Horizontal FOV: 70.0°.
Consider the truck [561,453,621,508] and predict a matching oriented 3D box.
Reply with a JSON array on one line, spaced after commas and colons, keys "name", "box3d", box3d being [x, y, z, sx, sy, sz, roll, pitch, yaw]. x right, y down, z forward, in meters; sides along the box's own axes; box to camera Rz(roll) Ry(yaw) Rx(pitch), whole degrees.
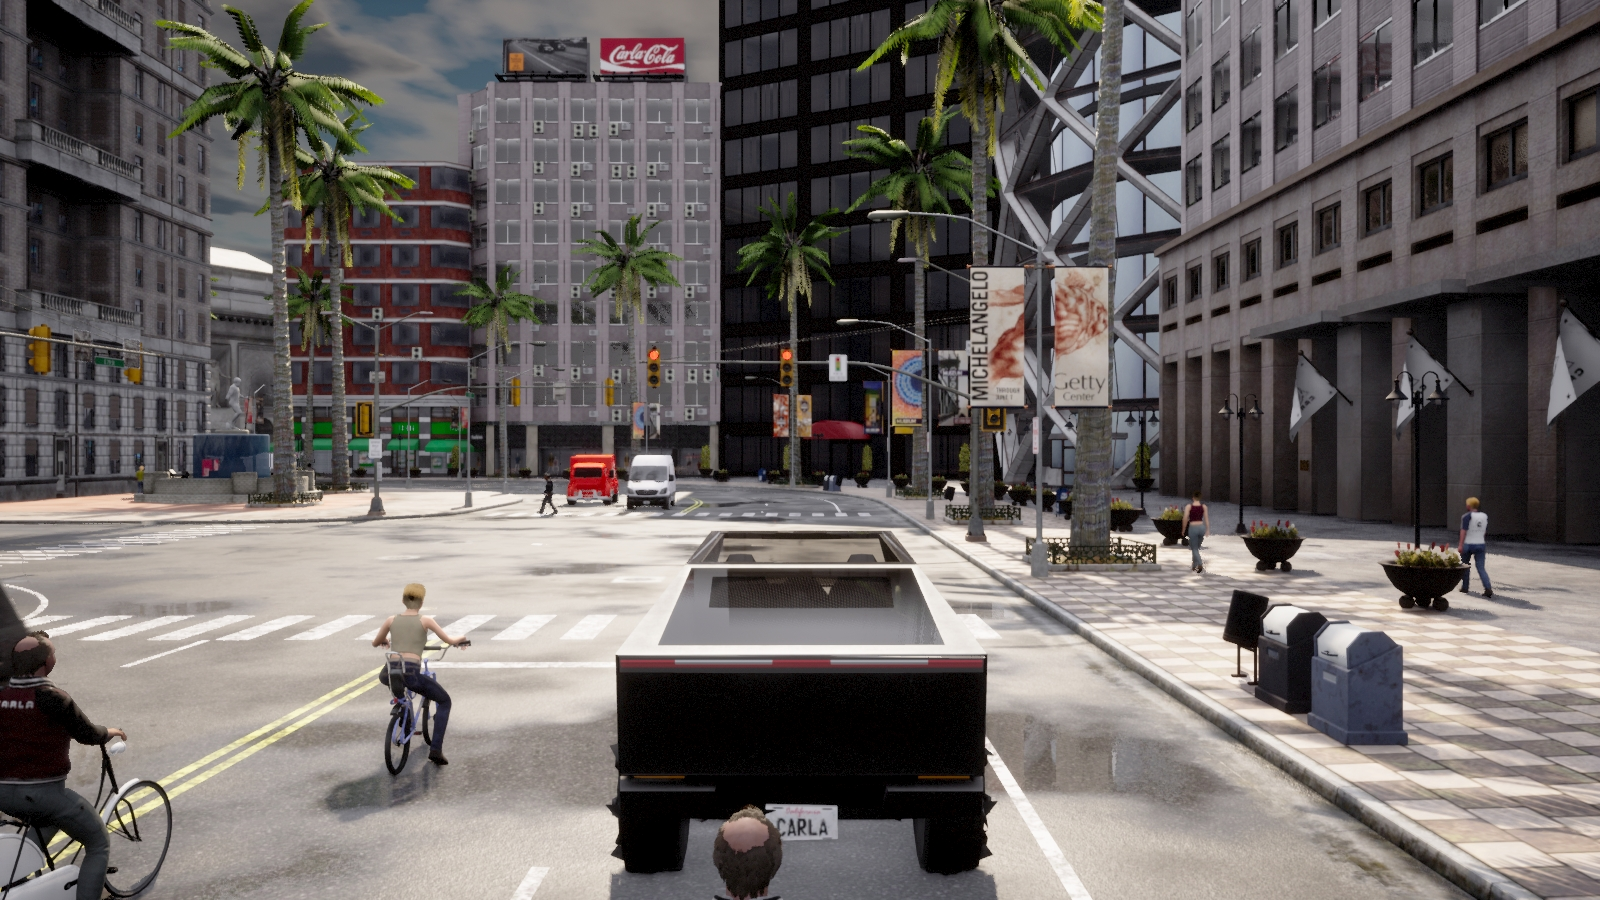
[{"name": "truck", "box3d": [-10.824, 1.529, 59.497, 2.627, 2.467, 5.204, 0, 3, -5]}]

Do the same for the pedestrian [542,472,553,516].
[{"name": "pedestrian", "box3d": [-10.719, 1.849, 48.480, 0.375, 1.860, 0.375, 0, 0, -3]}]

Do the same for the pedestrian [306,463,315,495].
[{"name": "pedestrian", "box3d": [-28.812, 1.698, 67.242, 0.375, 1.860, 0.375, 0, 0, -41]}]

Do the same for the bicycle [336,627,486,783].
[{"name": "bicycle", "box3d": [-3.473, 2.256, 10.347, 0.859, 1.080, 1.487, 0, 0, 0]}]

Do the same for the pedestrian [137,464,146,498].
[{"name": "pedestrian", "box3d": [-35.919, 1.696, 62.316, 0.375, 1.860, 0.375, 0, 0, -15]}]

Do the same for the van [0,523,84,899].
[{"name": "van", "box3d": [-3.501, 1.534, 1.043, 1.988, 2.561, 5.915, 0, 0, 0]}]

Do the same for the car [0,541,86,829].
[{"name": "car", "box3d": [-6.990, 1.779, 6.675, 2.150, 2.045, 5.566, 0, 0, 0]}]

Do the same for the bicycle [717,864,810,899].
[{"name": "bicycle", "box3d": [-0.147, 2.210, 3.549, 0.329, 1.171, 1.835, 0, 0, 1]}]

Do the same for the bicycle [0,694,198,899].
[{"name": "bicycle", "box3d": [-4.243, 2.210, 6.662, 0.329, 1.171, 1.835, 0, 0, 6]}]

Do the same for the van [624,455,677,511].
[{"name": "van", "box3d": [-7.153, 1.535, 55.177, 1.988, 2.561, 5.915, 0, 0, -2]}]

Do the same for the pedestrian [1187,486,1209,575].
[{"name": "pedestrian", "box3d": [8.470, 1.698, 24.320, 0.375, 1.860, 0.375, 0, 0, 6]}]

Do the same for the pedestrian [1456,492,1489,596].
[{"name": "pedestrian", "box3d": [12.250, 1.701, 20.821, 0.375, 1.860, 0.375, 0, 0, -2]}]

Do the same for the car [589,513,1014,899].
[{"name": "car", "box3d": [0.011, 1.753, 9.550, 2.390, 2.098, 6.274, 0, 0, 0]}]
